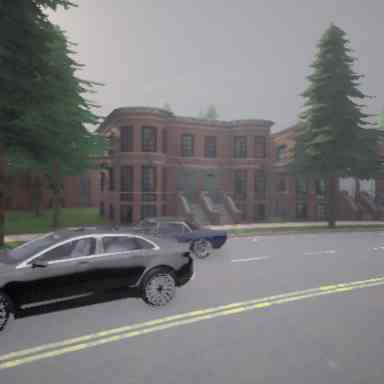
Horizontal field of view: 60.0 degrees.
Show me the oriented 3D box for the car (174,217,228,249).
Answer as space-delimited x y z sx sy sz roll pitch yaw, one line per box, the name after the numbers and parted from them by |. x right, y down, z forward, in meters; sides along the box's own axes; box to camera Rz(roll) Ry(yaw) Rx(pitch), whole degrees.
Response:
-1.252 1.535 11.099 4.718 1.301 1.895 0 0 -28 | car

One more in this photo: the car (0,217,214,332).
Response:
-2.261 1.444 6.391 4.902 1.511 2.128 0 0 -32 | car
